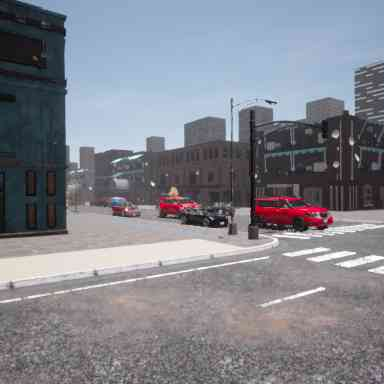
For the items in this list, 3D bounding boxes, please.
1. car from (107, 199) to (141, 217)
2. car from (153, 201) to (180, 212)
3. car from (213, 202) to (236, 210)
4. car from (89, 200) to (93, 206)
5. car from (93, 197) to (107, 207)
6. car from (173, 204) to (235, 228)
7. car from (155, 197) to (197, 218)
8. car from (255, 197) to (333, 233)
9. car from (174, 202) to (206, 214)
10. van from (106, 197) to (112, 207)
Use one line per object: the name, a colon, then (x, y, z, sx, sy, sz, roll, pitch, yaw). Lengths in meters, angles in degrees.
car: (-7.159, 1.846, 36.057, 1.967, 1.590, 4.097, -1, 0, -36)
car: (-3.555, 1.966, 45.434, 1.802, 1.307, 4.206, -2, 0, -36)
car: (2.879, 1.809, 36.426, 2.008, 1.369, 4.403, -2, 0, -36)
car: (-19.644, 2.228, 67.954, 1.887, 1.381, 4.507, -1, 0, -36)
car: (-16.432, 1.940, 63.449, 2.192, 1.841, 5.009, -1, 0, -36)
car: (0.811, 1.814, 24.695, 1.947, 1.339, 4.313, -2, 0, -36)
car: (-1.139, 1.527, 32.097, 2.150, 2.045, 5.566, -1, -1, -36)
car: (6.187, 1.371, 21.390, 2.150, 2.045, 5.566, -1, -1, -32)
car: (-0.338, 1.904, 40.931, 1.802, 1.307, 4.206, -2, 0, -36)
van: (-13.214, 1.907, 58.946, 1.690, 1.788, 3.998, -1, 0, -36)
